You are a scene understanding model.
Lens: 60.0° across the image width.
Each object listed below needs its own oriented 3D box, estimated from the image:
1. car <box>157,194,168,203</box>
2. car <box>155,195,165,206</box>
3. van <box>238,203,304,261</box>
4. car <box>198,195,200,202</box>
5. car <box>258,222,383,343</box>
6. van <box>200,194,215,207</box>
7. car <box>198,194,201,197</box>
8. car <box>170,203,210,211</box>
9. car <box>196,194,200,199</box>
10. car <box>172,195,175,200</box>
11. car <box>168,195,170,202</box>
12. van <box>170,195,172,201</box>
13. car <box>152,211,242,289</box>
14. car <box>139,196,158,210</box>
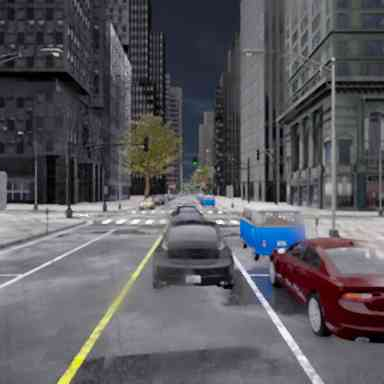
[{"bbox_3d":[-6.014,1.372,60.447,2.192,1.841,5.009,0,0,0],"label":"car"},{"bbox_3d":[-5.992,1.594,55.157,1.887,1.381,4.507,0,0,0],"label":"car"},{"bbox_3d":[2.731,1.347,12.028,1.690,1.788,3.998,0,0,0],"label":"van"},{"bbox_3d":[2.532,1.616,55.424,1.947,1.339,4.313,0,0,0],"label":"car"},{"bbox_3d":[2.753,1.548,6.502,1.887,1.381,4.507,0,0,0],"label":"car"},{"bbox_3d":[2.555,1.384,50.012,1.690,1.788,3.998,0,0,0],"label":"van"},{"bbox_3d":[2.509,1.602,60.838,1.887,1.381,4.507,0,0,0],"label":"car"},{"bbox_3d":[-0.412,1.576,21.086,1.994,1.385,4.181,0,0,-8],"label":"car"},{"bbox_3d":[2.463,1.626,71.664,2.008,1.369,4.403,0,0,0],"label":"car"},{"bbox_3d":[-6.127,1.668,86.890,1.947,1.339,4.313,0,0,0],"label":"car"},{"bbox_3d":[-6.037,1.616,65.735,2.008,1.369,4.403,0,0,0],"label":"car"},{"bbox_3d":[-6.082,1.424,76.313,1.690,1.788,3.998,0,0,0],"label":"van"},{"bbox_3d":[0.030,1.509,9.124,1.837,1.490,4.892,0,0,0],"label":"car"},{"bbox_3d":[-5.953,1.561,44.407,1.752,1.417,4.829,0,0,0],"label":"car"}]
